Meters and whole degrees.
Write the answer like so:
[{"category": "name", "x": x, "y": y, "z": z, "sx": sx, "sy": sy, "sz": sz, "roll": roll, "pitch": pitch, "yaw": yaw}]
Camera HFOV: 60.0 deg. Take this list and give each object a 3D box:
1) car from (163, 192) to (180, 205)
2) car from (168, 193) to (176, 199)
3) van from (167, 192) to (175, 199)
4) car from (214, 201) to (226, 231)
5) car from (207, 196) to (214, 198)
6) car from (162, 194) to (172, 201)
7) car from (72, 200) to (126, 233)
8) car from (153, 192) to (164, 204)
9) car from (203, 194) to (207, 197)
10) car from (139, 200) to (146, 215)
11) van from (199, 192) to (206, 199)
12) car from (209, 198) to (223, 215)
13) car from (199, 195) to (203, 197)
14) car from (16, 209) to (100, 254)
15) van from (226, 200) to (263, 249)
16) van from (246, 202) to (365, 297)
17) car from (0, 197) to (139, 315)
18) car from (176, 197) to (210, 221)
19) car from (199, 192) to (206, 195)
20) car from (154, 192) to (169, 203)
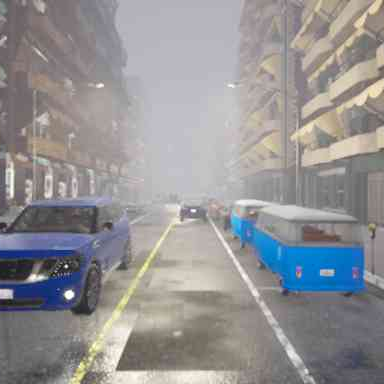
[{"category": "car", "x": -2.809, "y": 1.056, "z": 50.982, "sx": 2.097, "sy": 1.767, "sz": 4.553, "roll": 0, "pitch": 0, "yaw": 0}, {"category": "car", "x": -5.253, "y": 1.052, "z": 87.554, "sx": 1.887, "sy": 1.381, "sz": 4.507, "roll": 1, "pitch": 0, "yaw": 0}, {"category": "van", "x": -5.252, "y": 0.878, "z": 81.882, "sx": 1.690, "sy": 1.788, "sz": 3.998, "roll": 1, "pitch": 0, "yaw": 0}, {"category": "car", "x": 2.579, "y": 1.451, "z": 19.533, "sx": 1.947, "sy": 1.339, "sz": 4.313, "roll": 1, "pitch": 0, "yaw": 0}, {"category": "car", "x": 2.582, "y": 1.343, "z": 31.044, "sx": 1.752, "sy": 1.417, "sz": 4.829, "roll": 1, "pitch": 0, "yaw": 0}, {"category": "car", "x": -5.268, "y": 1.180, "z": 70.542, "sx": 1.802, "sy": 1.307, "sz": 4.206, "roll": 1, "pitch": 0, "yaw": 0}, {"category": "car", "x": -5.300, "y": 1.325, "z": 19.504, "sx": 1.967, "sy": 1.590, "sz": 4.097, "roll": 1, "pitch": 0, "yaw": 0}, {"category": "car", "x": -5.299, "y": 1.217, "z": 53.359, "sx": 1.752, "sy": 1.417, "sz": 4.829, "roll": 1, "pitch": 0, "yaw": 0}, {"category": "car", "x": 2.584, "y": 1.279, "z": 42.385, "sx": 1.752, "sy": 1.417, "sz": 4.829, "roll": 1, "pitch": 0, "yaw": 0}, {"category": "car", "x": -5.299, "y": 1.370, "z": 30.846, "sx": 2.008, "sy": 1.369, "sz": 4.403, "roll": 1, "pitch": 0, "yaw": 0}, {"category": "van", "x": 2.595, "y": 0.878, "z": 81.909, "sx": 1.690, "sy": 1.788, "sz": 3.998, "roll": 1, "pitch": 0, "yaw": 0}, {"category": "car", "x": 2.580, "y": 1.396, "z": 25.203, "sx": 1.887, "sy": 1.381, "sz": 4.507, "roll": 1, "pitch": 0, "yaw": 0}, {"category": "car", "x": 0.111, "y": 1.356, "z": 42.059, "sx": 1.895, "sy": 1.301, "sz": 4.718, "roll": 0, "pitch": 0, "yaw": 0}, {"category": "car", "x": -5.303, "y": 1.500, "z": 13.834, "sx": 1.802, "sy": 1.307, "sz": 4.206, "roll": 1, "pitch": 0, "yaw": 0}, {"category": "van", "x": 2.580, "y": 1.259, "z": 13.861, "sx": 1.690, "sy": 1.788, "sz": 3.998, "roll": 1, "pitch": 0, "yaw": 0}, {"category": "van", "x": 2.579, "y": 1.292, "z": 8.190, "sx": 1.690, "sy": 1.788, "sz": 3.998, "roll": 1, "pitch": 0, "yaw": 0}, {"category": "car", "x": -2.848, "y": 1.175, "z": 7.787, "sx": 2.150, "sy": 2.045, "sz": 5.566, "roll": 0, "pitch": 0, "yaw": 0}, {"category": "car", "x": 0.106, "y": 1.352, "z": 25.683, "sx": 2.163, "sy": 1.488, "sz": 4.792, "roll": 0, "pitch": 0, "yaw": 0}, {"category": "car", "x": 2.590, "y": 1.148, "z": 70.568, "sx": 2.008, "sy": 1.369, "sz": 4.403, "roll": 1, "pitch": 0, "yaw": 0}, {"category": "car", "x": -5.298, "y": 0.975, "z": 59.199, "sx": 2.192, "sy": 1.841, "sz": 5.009, "roll": 1, "pitch": 0, "yaw": 0}]
